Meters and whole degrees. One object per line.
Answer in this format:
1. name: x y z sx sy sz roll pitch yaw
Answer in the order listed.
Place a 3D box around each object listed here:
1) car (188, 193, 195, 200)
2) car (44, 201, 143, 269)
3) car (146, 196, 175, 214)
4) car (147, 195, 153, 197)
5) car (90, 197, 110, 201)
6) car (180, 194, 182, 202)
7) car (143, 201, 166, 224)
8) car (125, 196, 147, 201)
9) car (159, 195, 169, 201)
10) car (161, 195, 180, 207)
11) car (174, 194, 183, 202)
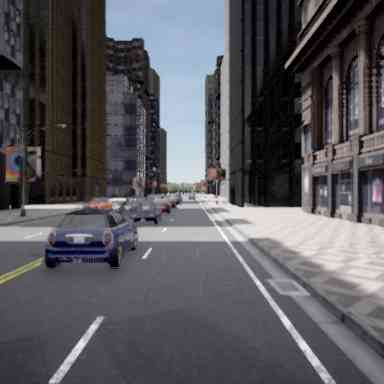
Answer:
1. car: 0.004 1.449 89.103 1.812 1.442 4.674 0 0 0
2. car: -3.146 1.340 11.320 2.097 1.767 4.553 0 0 -1
3. car: -3.249 1.481 35.352 2.163 1.488 4.792 0 0 0
4. car: -9.747 1.337 77.218 1.994 1.385 4.181 0 0 0
5. car: -9.839 1.329 35.084 2.097 1.767 4.553 0 0 0
6. car: -3.248 1.471 57.352 2.163 1.488 4.792 0 0 0
7. car: -3.249 1.583 24.352 1.895 1.301 4.718 0 0 0
8. car: -6.590 1.469 36.527 2.128 1.511 4.902 0 0 0
9. car: -6.496 1.357 77.605 1.895 1.301 4.718 0 0 0
10. car: -3.248 1.476 46.352 2.163 1.488 4.792 0 0 0
11. car: -3.246 1.381 79.322 2.033 1.649 4.856 0 0 0
